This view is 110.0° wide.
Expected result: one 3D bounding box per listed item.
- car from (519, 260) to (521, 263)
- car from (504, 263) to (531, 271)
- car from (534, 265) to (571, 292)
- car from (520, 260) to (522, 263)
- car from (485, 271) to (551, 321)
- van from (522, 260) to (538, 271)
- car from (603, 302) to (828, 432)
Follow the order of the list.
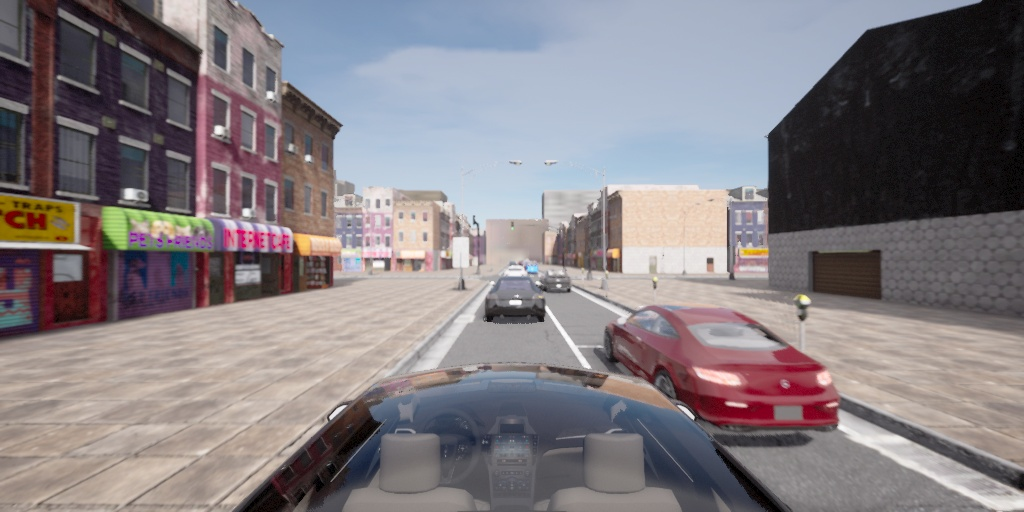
[{"bbox_3d":[2.709,1.735,60.477,1.967,1.591,4.097,0,0,0],"label":"car"},{"bbox_3d":[0.339,1.503,27.948,1.812,1.442,4.674,0,-1,4],"label":"car"},{"bbox_3d":[2.660,1.476,22.526,2.007,1.370,4.403,0,0,0],"label":"car"},{"bbox_3d":[2.702,1.680,55.002,1.967,1.591,4.097,0,0,0],"label":"car"},{"bbox_3d":[0.107,1.404,12.937,1.994,1.385,4.181,0,-1,0],"label":"car"},{"bbox_3d":[2.695,1.526,49.527,1.690,1.789,3.998,0,0,0],"label":"van"},{"bbox_3d":[2.639,1.361,5.490,1.802,1.307,4.207,0,0,0],"label":"car"}]
